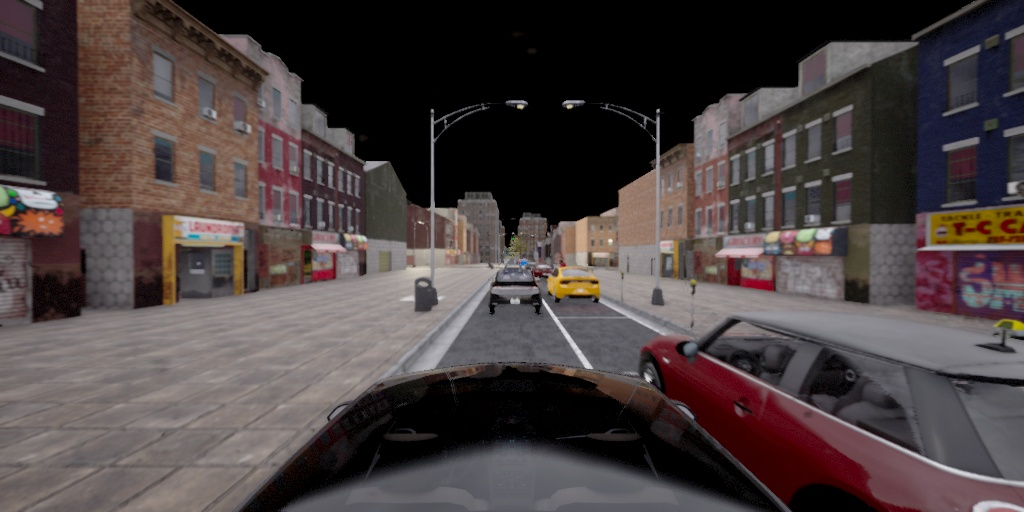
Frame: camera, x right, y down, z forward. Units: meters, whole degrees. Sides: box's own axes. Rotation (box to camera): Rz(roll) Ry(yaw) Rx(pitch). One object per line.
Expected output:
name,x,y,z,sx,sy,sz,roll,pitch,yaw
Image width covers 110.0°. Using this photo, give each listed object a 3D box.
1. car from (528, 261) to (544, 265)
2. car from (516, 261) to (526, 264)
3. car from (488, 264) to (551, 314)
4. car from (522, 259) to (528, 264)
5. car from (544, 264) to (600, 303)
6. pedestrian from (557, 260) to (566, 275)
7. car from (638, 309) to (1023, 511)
car,2.645,1.336,31.344,1.888,1.381,4.507,0,0,0
car,0.110,1.404,34.626,1.895,1.301,4.718,0,0,0
car,0.105,1.247,13.910,2.128,1.511,4.902,0,0,0
car,2.649,1.415,48.219,2.007,1.370,4.403,0,0,0
car,2.754,1.238,16.874,1.882,1.535,5.008,0,0,0
pedestrian,2.755,1.058,19.869,0.375,1.860,0.375,-1,1,0
car,2.638,1.189,3.217,1.967,1.591,4.097,0,0,0
